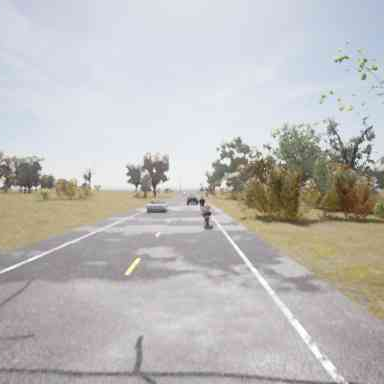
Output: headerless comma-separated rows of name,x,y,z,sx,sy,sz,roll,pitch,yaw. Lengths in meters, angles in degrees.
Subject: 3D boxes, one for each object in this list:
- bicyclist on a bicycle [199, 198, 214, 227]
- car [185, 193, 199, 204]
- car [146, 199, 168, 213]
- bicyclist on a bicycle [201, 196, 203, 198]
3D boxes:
bicyclist on a bicycle,0.983,1.347,20.964,0.866,1.612,1.509,0,0,0
car,0.103,1.271,55.697,1.837,1.490,4.892,0,0,0
car,-3.593,1.455,34.595,1.895,1.301,4.718,0,0,0
bicyclist on a bicycle,0.965,1.236,31.804,0.659,1.776,1.843,0,0,0
